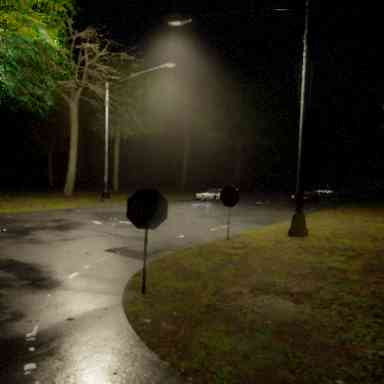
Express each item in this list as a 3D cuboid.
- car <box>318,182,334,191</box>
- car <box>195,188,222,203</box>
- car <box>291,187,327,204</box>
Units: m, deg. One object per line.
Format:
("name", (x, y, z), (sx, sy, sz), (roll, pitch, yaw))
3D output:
("car", (27.369, -1.256, 67.865), (2.097, 1.767, 4.553), (4, 4, 36))
("car", (2.310, 0.326, 33.363), (1.895, 1.301, 4.718), (4, 4, 36))
("car", (12.056, 0.465, 34.884), (2.033, 1.411, 5.357), (4, 4, 36))
